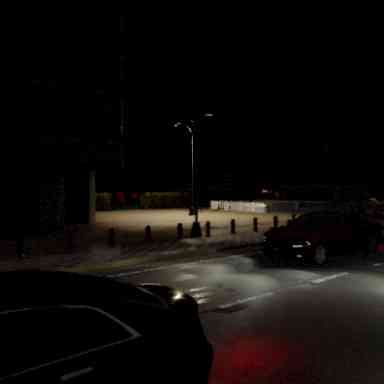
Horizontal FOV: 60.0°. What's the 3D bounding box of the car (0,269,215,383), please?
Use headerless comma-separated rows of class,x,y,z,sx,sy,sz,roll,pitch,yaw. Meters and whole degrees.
car,-2.063,1.508,2.511,4.892,1.490,1.837,0,0,-35

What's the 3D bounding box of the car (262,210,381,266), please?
car,4.578,1.416,11.512,5.008,1.535,1.882,-1,1,-35
